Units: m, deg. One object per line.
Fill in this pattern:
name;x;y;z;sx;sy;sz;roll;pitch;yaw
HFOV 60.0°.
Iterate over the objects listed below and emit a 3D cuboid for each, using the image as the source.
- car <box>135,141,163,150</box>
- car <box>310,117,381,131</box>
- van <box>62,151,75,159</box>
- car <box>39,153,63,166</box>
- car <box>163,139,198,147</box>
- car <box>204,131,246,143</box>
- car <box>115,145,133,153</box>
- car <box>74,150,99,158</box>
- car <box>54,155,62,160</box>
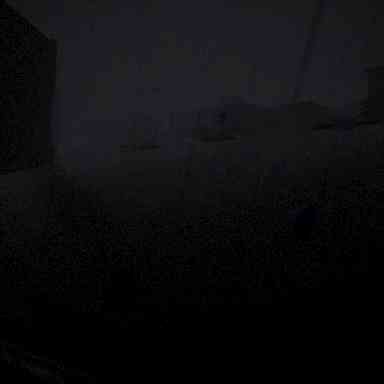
car;-4.368;-5.162;39.201;2.185;1.767;4.553;0;1;-43
car;10.676;-4.406;23.013;2.231;1.521;4.892;0;1;-43
van;-19.295;-5.844;55.261;1.878;1.987;4.442;0;1;-43
car;-26.870;-6.135;63.411;2.435;2.045;5.566;0;1;-43
car;-0.509;-4.836;35.048;2.002;1.452;4.674;0;1;-43
car;3.233;-4.846;31.022;2.185;1.767;4.553;0;1;-43
car;-8.125;-5.315;43.243;2.185;1.767;4.553;0;1;-43
car;-15.626;-5.481;51.311;2.231;1.521;4.892;0;1;-43
car;-23.140;-5.716;59.397;2.002;1.452;4.674;0;1;-43
